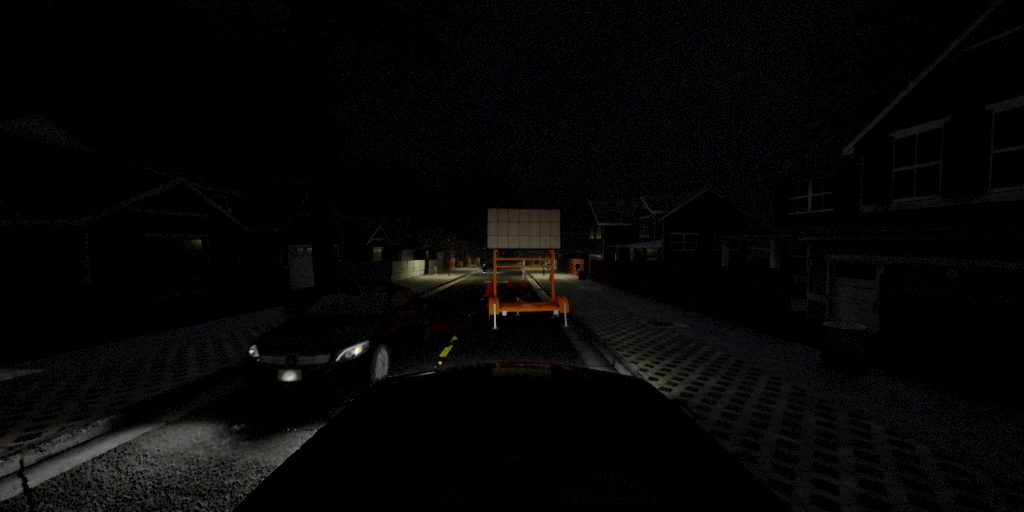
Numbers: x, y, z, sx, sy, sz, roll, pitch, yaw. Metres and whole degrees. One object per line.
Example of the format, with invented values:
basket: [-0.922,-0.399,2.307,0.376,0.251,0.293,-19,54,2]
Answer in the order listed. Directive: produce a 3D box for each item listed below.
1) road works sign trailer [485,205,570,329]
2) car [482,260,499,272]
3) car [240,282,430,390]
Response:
road works sign trailer: [0.353,0.208,11.324,2.380,3.560,2.880,0,0,-7]
car: [-2.788,1.301,46.981,1.812,1.442,4.674,0,0,0]
car: [-2.854,1.272,6.928,1.812,1.442,4.674,0,0,0]
